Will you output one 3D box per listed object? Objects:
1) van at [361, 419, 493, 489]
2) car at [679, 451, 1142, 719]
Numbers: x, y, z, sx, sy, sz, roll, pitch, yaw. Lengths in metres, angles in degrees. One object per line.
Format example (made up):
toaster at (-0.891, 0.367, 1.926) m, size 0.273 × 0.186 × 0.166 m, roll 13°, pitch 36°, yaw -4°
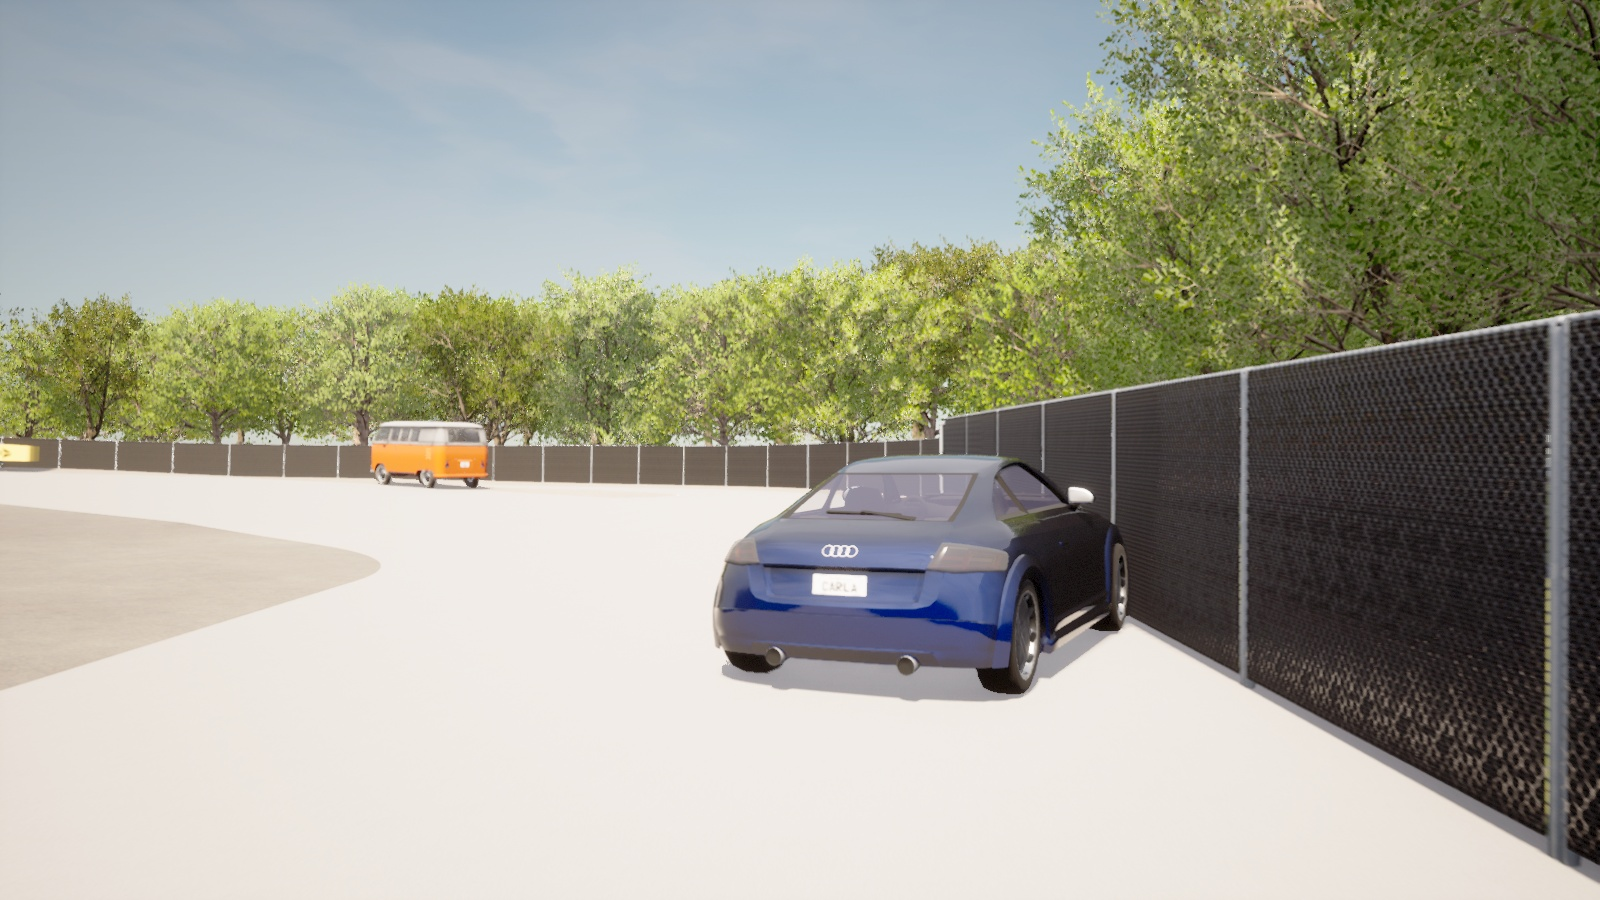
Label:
van at (-11.399, 0.090, 38.196) m, size 4.442 × 1.987 × 1.775 m, roll 2°, pitch 1°, yaw 42°
car at (1.067, 0.721, 8.985) m, size 1.994 × 1.385 × 4.181 m, roll 0°, pitch 0°, yaw 25°
